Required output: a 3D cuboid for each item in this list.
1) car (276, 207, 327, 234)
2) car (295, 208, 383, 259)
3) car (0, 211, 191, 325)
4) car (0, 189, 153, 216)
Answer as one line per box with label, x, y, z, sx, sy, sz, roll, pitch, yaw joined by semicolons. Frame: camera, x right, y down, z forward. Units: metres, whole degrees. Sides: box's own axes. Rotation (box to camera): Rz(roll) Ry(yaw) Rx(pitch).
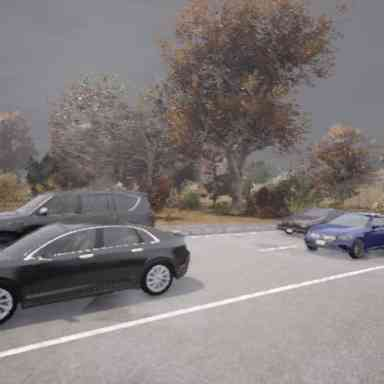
car;6.764;1.498;17.052;5.357;1.411;2.033;2;0;-34
car;6.238;1.490;12.457;4.674;1.442;1.812;2;1;-34
car;-2.309;1.316;6.629;4.892;1.490;1.837;0;1;-34
car;-3.740;0.939;9.878;5.566;2.045;2.150;0;1;-34
